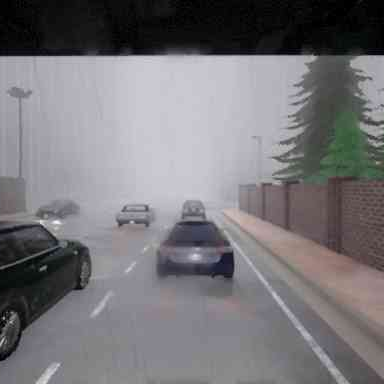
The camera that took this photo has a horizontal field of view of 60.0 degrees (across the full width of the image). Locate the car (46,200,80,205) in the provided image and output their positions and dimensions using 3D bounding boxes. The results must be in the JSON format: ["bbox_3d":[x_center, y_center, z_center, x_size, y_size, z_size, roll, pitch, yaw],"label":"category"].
[{"bbox_3d":[-10.511,1.314,26.646,2.033,1.411,5.357,0,0,0],"label":"car"}]

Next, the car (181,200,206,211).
[{"bbox_3d":[0.111,1.317,25.926,2.033,1.411,5.357,0,0,0],"label":"car"}]

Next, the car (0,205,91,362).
[{"bbox_3d":[-3.421,1.301,5.975,2.097,1.767,4.553,0,1,0],"label":"car"}]

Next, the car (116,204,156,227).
[{"bbox_3d":[-3.391,1.415,21.032,1.895,1.301,4.718,0,1,0],"label":"car"}]

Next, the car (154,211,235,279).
[{"bbox_3d":[0.088,1.476,9.776,1.994,1.385,4.181,0,0,0],"label":"car"}]
